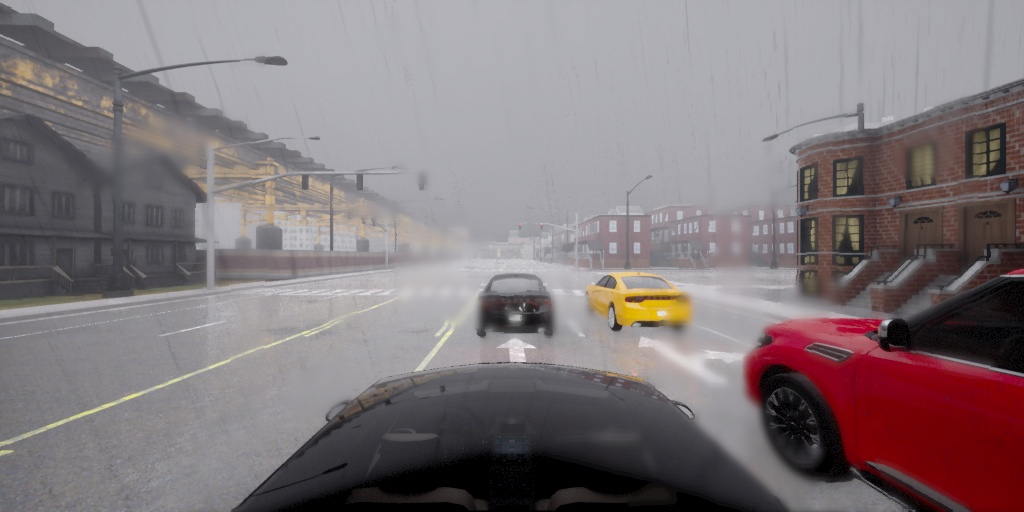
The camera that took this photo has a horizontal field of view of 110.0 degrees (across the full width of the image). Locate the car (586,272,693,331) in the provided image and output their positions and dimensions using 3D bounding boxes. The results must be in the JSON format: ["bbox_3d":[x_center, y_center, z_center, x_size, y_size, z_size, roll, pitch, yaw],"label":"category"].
[{"bbox_3d":[3.609,1.228,11.055,1.882,1.535,5.008,0,0,0],"label":"car"}]

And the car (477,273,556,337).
[{"bbox_3d":[0.107,1.228,10.353,1.882,1.535,5.008,0,0,0],"label":"car"}]

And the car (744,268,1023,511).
[{"bbox_3d":[3.598,0.971,1.530,2.150,2.045,5.566,0,0,0],"label":"car"}]
